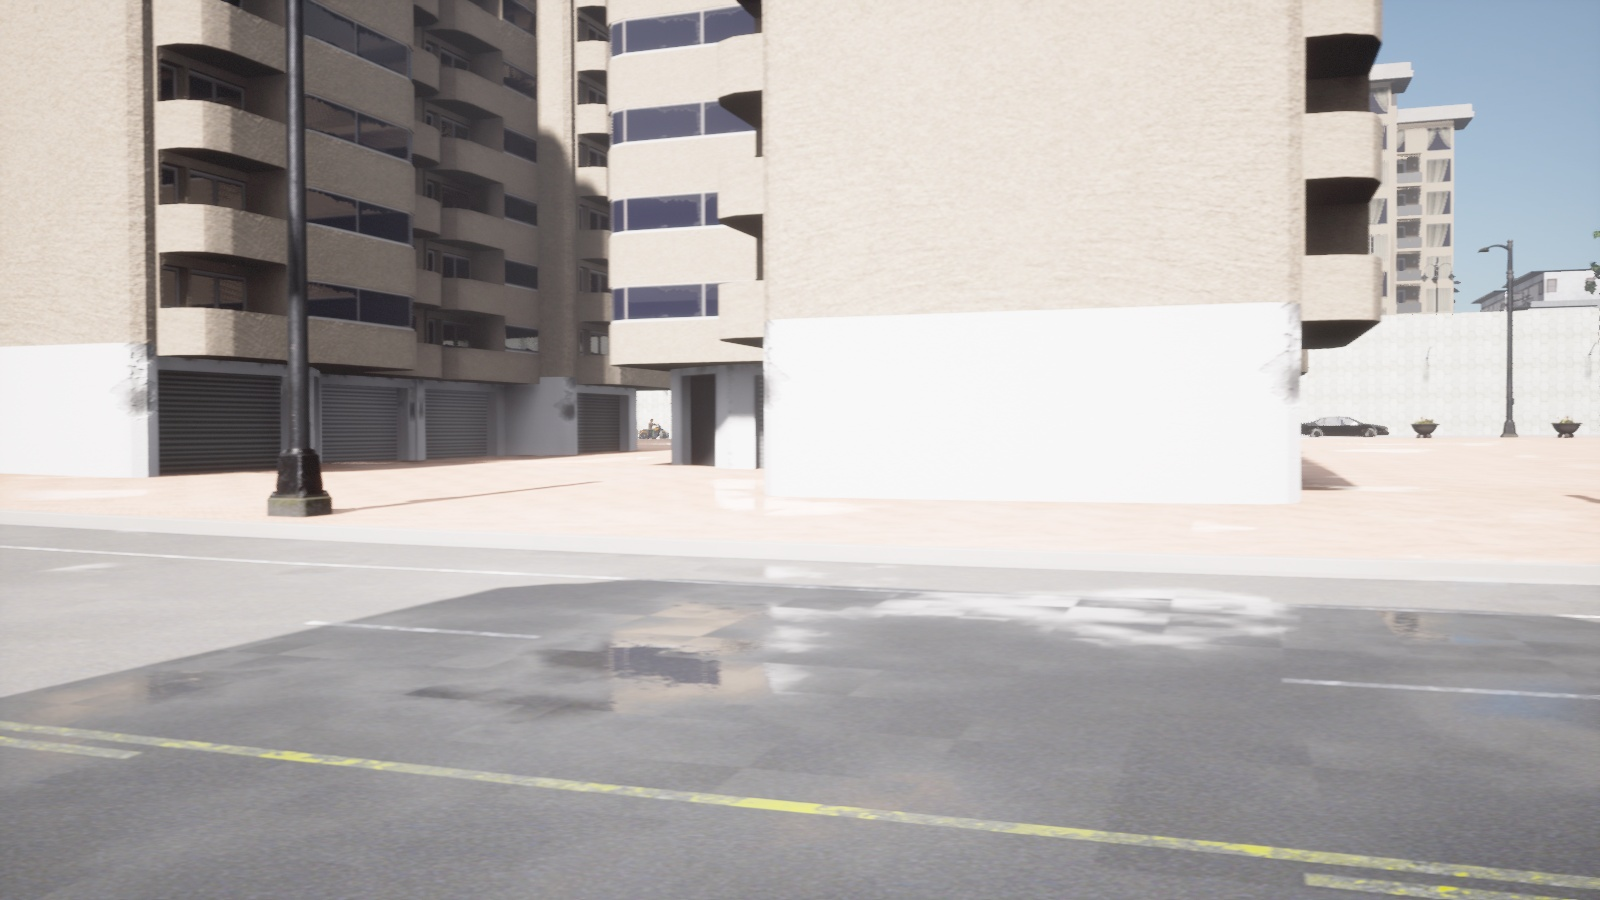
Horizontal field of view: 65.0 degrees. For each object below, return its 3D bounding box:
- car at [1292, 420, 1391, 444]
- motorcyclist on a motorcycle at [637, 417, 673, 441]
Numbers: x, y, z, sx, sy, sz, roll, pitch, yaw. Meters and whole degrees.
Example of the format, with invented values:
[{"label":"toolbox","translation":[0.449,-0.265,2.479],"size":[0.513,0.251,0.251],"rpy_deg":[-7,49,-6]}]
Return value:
[{"label":"car","translation":[32.644,-1.089,75.848],"size":[5.357,1.411,2.033],"rpy_deg":[0,1,20]},{"label":"motorcyclist on a motorcycle","translation":[-10.139,-1.491,87.834],"size":[2.350,1.649,0.766],"rpy_deg":[1,1,20]}]
